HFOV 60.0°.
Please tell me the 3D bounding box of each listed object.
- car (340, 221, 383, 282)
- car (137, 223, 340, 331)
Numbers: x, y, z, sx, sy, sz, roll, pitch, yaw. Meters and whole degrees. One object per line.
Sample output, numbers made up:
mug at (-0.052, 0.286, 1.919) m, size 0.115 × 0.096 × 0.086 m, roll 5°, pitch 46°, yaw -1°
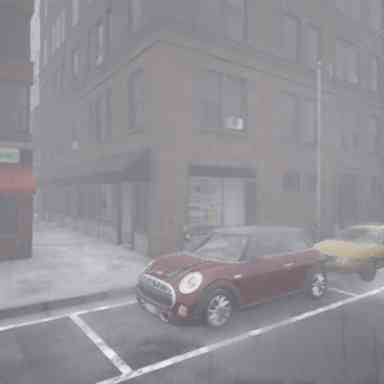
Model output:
car at (5.270, 1.582, 9.958) m, size 4.829 × 1.417 × 1.752 m, roll 0°, pitch 0°, yaw -36°
car at (0.920, 1.466, 6.849) m, size 4.097 × 1.590 × 1.967 m, roll 0°, pitch 0°, yaw -36°
